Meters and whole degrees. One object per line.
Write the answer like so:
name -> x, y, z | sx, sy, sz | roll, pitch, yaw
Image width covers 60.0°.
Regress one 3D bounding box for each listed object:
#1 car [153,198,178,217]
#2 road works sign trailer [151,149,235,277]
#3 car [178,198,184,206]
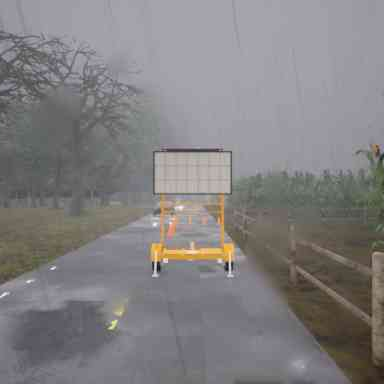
car -> -2.775, 1.612, 33.465 | 1.882, 1.535, 5.008 | 0, 0, 0
road works sign trailer -> 0.023, 0.478, 10.272 | 2.380, 3.560, 2.880 | 0, 0, 0
car -> -2.608, 1.869, 62.533 | 2.128, 1.511, 4.902 | 0, -1, 0
